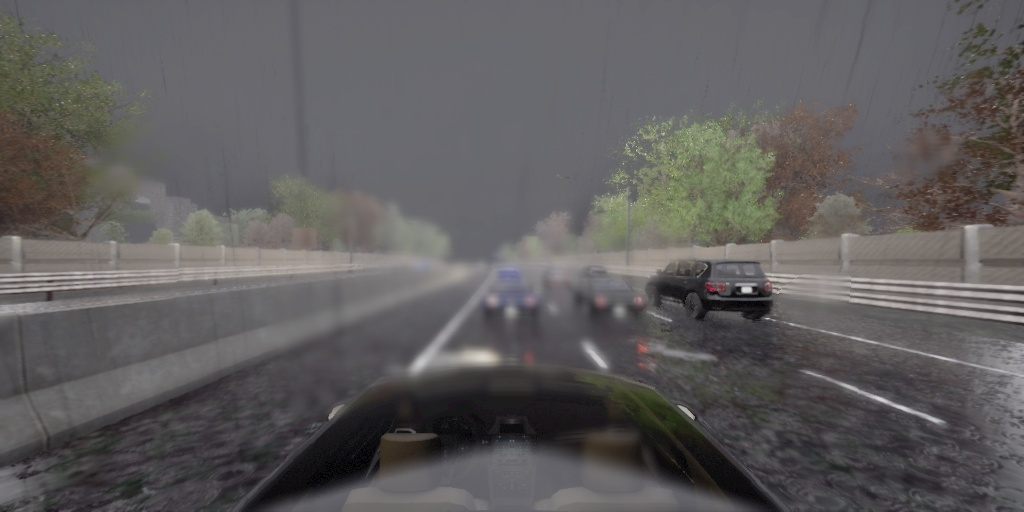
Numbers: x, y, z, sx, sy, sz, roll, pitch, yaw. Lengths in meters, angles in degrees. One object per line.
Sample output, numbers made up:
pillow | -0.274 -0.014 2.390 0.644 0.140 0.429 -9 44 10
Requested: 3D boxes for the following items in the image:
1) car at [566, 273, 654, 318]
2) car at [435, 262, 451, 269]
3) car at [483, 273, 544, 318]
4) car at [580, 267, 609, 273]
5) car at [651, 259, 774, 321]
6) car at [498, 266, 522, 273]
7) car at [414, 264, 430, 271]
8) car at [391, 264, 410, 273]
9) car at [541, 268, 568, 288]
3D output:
car | 3.484 1.511 13.770 1.895 1.301 4.718 0 -1 0
car | -11.559 1.876 60.319 2.097 1.767 4.553 0 -1 -1
car | -0.015 1.511 13.750 1.895 1.301 4.718 0 -1 0
car | 6.801 1.627 29.530 1.837 1.490 4.892 0 0 -1
car | 6.984 1.128 13.341 2.150 2.045 5.566 0 -1 0
car | -0.208 1.612 30.620 1.882 1.535 5.008 0 0 0
car | -15.049 1.996 60.003 1.882 1.535 5.008 0 -1 -1
car | -18.537 2.065 59.822 2.033 1.411 5.357 0 -1 -1
car | 3.319 1.638 27.290 2.033 1.411 5.357 0 -1 0
